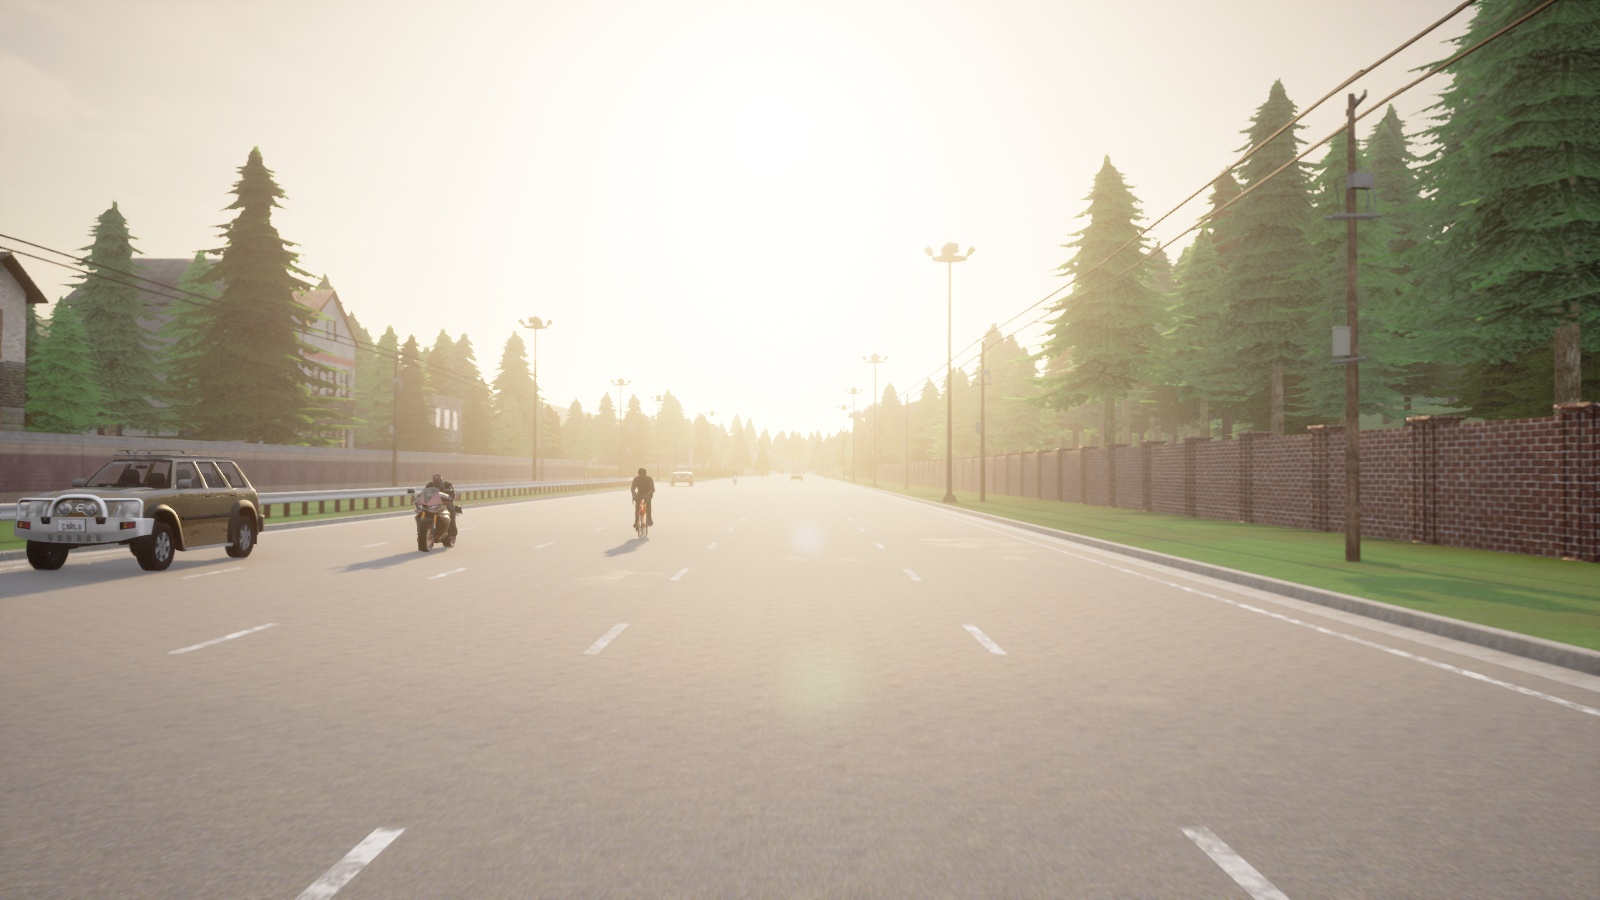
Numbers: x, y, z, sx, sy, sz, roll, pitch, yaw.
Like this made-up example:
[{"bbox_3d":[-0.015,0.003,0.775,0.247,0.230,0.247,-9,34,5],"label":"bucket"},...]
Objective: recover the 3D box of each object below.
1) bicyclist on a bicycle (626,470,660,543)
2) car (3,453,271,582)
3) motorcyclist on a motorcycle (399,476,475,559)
[{"bbox_3d":[-3.569,1.261,28.610,0.582,1.620,1.656,0,-1,0],"label":"bicyclist on a bicycle"},{"bbox_3d":[-10.550,1.016,20.457,1.932,1.855,4.605,0,-1,0],"label":"car"},{"bbox_3d":[-7.059,1.289,24.529,0.866,1.530,2.191,0,-1,0],"label":"motorcyclist on a motorcycle"}]
